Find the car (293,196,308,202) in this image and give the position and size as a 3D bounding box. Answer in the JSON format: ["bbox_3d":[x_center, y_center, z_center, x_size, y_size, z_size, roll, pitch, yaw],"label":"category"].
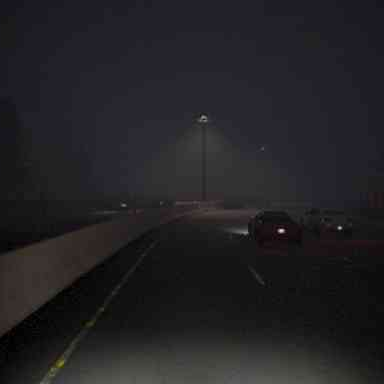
[{"bbox_3d":[24.508,1.537,75.207,1.812,1.442,4.674,0,0,45],"label":"car"}]

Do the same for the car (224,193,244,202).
[{"bbox_3d":[10.001,1.196,79.458,2.150,2.045,5.566,0,0,39],"label":"car"}]

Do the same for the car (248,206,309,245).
[{"bbox_3d":[3.865,1.606,15.944,1.994,1.385,4.181,0,0,3],"label":"car"}]

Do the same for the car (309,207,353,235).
[{"bbox_3d":[7.571,1.576,18.940,1.812,1.442,4.674,0,0,4],"label":"car"}]

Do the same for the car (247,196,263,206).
[{"bbox_3d":[9.889,1.653,55.636,1.837,1.490,4.892,0,0,27],"label":"car"}]

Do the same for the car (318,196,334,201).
[{"bbox_3d":[34.155,1.711,84.409,4.718,1.301,1.895,0,0,-40],"label":"car"}]

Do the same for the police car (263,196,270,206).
[{"bbox_3d":[12.748,1.586,60.751,1.930,1.638,5.238,0,0,31],"label":"police car"}]

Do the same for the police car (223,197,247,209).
[{"bbox_3d":[5.936,1.550,47.029,1.930,1.638,5.238,0,0,22],"label":"police car"}]
